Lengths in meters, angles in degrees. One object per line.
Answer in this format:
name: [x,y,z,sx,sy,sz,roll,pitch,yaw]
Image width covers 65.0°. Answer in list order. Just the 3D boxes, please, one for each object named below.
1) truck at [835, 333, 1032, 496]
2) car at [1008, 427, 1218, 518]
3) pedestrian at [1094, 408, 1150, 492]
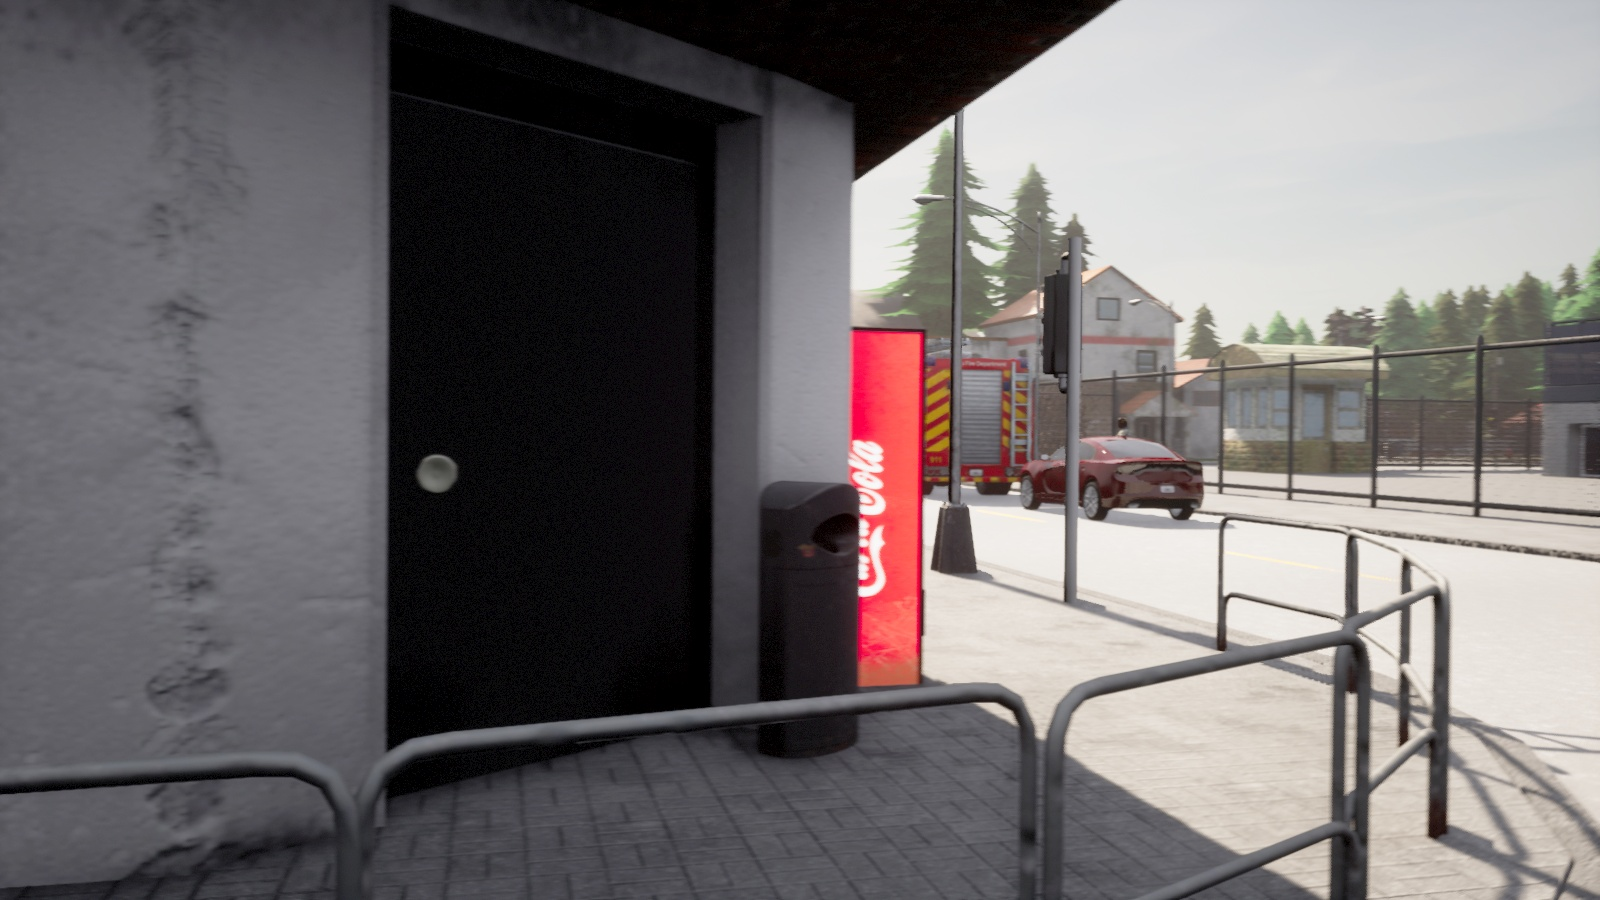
truck: [3.310,-0.906,33.976,2.891,3.827,8.468,-1,1,-11]
car: [5.811,0.354,24.079,1.882,1.535,5.008,-1,1,-12]
pedestrian: [7.269,-0.002,28.377,0.900,1.855,0.874,0,1,43]
